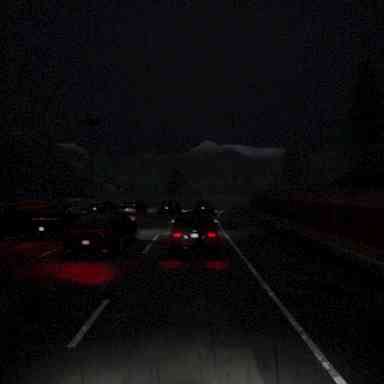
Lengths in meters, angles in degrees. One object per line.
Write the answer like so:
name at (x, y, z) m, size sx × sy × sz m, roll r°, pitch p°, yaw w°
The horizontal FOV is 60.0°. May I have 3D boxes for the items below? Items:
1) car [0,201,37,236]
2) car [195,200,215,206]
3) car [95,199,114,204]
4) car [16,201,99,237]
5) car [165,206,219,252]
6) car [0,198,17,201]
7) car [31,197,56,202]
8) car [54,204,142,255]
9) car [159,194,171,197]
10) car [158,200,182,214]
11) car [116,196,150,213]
car at (-10.342, 1.463, 18.288) m, size 2.128 × 1.511 × 4.902 m, roll 0°, pitch 0°, yaw 1°
car at (1.320, 1.509, 34.231) m, size 1.994 × 1.385 × 4.181 m, roll 0°, pitch 0°, yaw 7°
car at (-9.212, 1.471, 34.588) m, size 1.812 × 1.442 × 4.674 m, roll 0°, pitch 0°, yaw 7°
car at (-6.857, 1.464, 17.681) m, size 2.128 × 1.511 × 4.902 m, roll 0°, pitch 0°, yaw 1°
car at (0.101, 1.525, 13.749) m, size 2.033 × 1.411 × 5.357 m, roll 0°, pitch 0°, yaw 0°
car at (-22.724, 1.538, 40.515) m, size 1.895 × 1.301 × 4.718 m, roll 0°, pitch 0°, yaw 9°
car at (-18.949, 1.426, 41.828) m, size 2.128 × 1.511 × 4.902 m, roll 0°, pitch 0°, yaw 10°
car at (-3.403, 1.457, 13.158) m, size 1.882 × 1.535 × 5.008 m, roll 0°, pitch 0°, yaw 0°
car at (-6.549, 1.281, 81.796) m, size 2.033 × 1.411 × 5.357 m, roll 0°, pitch 0°, yaw 25°
car at (-2.212, 1.509, 34.172) m, size 1.994 × 1.385 × 4.181 m, roll 0°, pitch 0°, yaw 7°
car at (-5.804, 1.438, 33.630) m, size 2.128 × 1.511 × 4.902 m, roll 0°, pitch 0°, yaw 7°
